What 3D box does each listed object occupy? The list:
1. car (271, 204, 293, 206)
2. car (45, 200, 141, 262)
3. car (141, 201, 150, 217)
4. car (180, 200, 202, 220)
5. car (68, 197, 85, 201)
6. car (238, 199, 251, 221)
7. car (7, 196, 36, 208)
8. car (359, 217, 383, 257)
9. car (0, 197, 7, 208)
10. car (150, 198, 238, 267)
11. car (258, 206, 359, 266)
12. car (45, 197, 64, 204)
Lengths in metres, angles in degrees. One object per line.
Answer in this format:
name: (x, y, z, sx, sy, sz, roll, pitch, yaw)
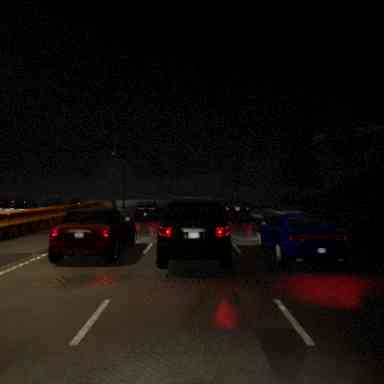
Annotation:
car: (6.939, 1.574, 26.132, 1.895, 1.301, 4.718, 0, 0, -1)
car: (-3.421, 1.338, 12.264, 2.097, 1.767, 4.553, 0, 0, 0)
car: (-3.618, 1.464, 27.669, 2.128, 1.511, 4.902, 0, 0, -2)
car: (-0.155, 1.495, 28.787, 1.812, 1.442, 4.674, 0, 0, -2)
car: (-16.246, 1.452, 47.135, 1.837, 1.490, 4.892, 0, 1, -9)
car: (3.394, 1.322, 27.256, 2.097, 1.767, 4.553, 0, 0, -2)
car: (-23.109, 1.303, 45.724, 2.097, 1.767, 4.553, 0, 0, -9)
car: (7.075, 1.550, 11.625, 1.994, 1.385, 4.181, 0, 0, 0)
car: (-26.689, 1.428, 46.000, 1.882, 1.535, 5.008, 0, 0, -10)
car: (0.074, 1.212, 11.463, 2.150, 2.045, 5.566, 0, 0, 0)
car: (3.575, 1.466, 11.584, 1.882, 1.535, 5.008, 0, 0, 0)
car: (-20.023, 1.440, 48.529, 2.128, 1.511, 4.902, 0, 0, -10)
